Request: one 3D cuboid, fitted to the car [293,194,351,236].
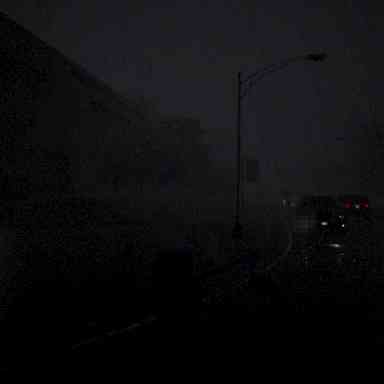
[{"bbox_3d":[7.167,1.193,18.957,2.150,2.045,5.566,1,0,15],"label":"car"}]

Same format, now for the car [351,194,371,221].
[{"bbox_3d":[13.179,1.199,27.772,2.150,2.045,5.566,0,0,14],"label":"car"}]

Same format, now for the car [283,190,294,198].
[{"bbox_3d":[17.510,0.304,60.633,1.895,1.301,4.718,1,4,14],"label":"car"}]

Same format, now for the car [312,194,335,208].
[{"bbox_3d":[16.957,1.120,43.130,2.128,1.511,4.902,0,2,14],"label":"car"}]
